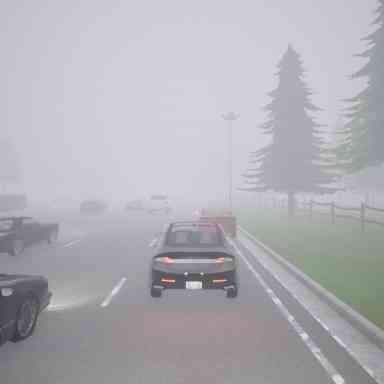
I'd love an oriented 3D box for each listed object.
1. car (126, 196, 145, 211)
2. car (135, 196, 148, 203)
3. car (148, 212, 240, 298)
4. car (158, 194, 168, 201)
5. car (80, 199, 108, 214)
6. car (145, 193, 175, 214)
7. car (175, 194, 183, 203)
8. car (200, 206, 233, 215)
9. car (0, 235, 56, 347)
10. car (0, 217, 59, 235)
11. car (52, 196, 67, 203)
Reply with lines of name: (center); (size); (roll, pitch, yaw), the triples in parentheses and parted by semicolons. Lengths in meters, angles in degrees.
car: (-6.894, 1.564, 41.408); (1.994, 1.385, 4.181); (0, 0, 0)
car: (-10.389, 1.564, 68.884); (1.994, 1.385, 4.181); (0, 0, 0)
car: (0.054, 1.492, 8.510); (2.128, 1.511, 4.902); (0, 0, 0)
car: (-6.988, 1.355, 80.855); (2.097, 1.767, 4.553); (0, 0, 0)
car: (-10.395, 1.491, 35.503); (2.128, 1.511, 4.902); (0, 0, 0)
car: (-3.394, 1.221, 36.142); (2.150, 2.045, 5.566); (0, 0, 0)
car: (-3.391, 1.601, 69.154); (1.895, 1.301, 4.718); (0, 0, 0)
car: (1.227, 1.478, 17.852); (1.882, 1.535, 5.008); (0, 0, 0)
car: (-3.399, 1.547, 3.422); (2.033, 1.411, 5.357); (0, 0, 0)
car: (-6.899, 1.601, 12.850); (1.895, 1.301, 4.718); (0, 0, 0)
car: (-26.872, 1.478, 67.484); (1.882, 1.535, 5.008); (0, 0, -35)
